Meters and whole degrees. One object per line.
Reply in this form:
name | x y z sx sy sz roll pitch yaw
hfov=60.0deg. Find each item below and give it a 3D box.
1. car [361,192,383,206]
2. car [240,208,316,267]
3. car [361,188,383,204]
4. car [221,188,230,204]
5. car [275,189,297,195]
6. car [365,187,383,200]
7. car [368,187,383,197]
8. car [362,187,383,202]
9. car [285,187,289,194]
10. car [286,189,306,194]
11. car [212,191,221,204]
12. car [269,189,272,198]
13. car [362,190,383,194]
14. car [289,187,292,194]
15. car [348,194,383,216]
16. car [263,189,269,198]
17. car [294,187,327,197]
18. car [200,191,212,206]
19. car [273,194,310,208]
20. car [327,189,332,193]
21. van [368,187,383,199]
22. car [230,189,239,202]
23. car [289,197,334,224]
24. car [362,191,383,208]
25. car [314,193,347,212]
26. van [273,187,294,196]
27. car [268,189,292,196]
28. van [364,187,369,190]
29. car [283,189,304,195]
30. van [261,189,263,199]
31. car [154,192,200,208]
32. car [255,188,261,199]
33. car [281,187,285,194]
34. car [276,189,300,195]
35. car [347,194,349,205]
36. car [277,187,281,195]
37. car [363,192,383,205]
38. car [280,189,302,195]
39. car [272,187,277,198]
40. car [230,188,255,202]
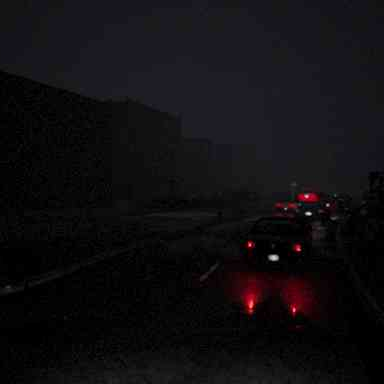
car | 22.863 0.841 39.362 5.008 1.535 2.097 1 1 30
car | 2.999 1.462 11.084 1.895 1.301 4.718 1 1 21
car | 25.573 0.480 44.063 5.566 2.045 2.435 1 1 30
car | 2.112 0.639 43.562 4.553 1.767 2.185 1 1 30
car | 22.465 0.046 79.564 4.674 1.452 2.002 1 1 30
car | 32.428 0.208 56.148 5.566 2.045 2.435 1 1 30
car | 40.607 -0.083 70.679 5.566 2.045 2.435 1 1 30
car | 28.327 0.366 49.035 5.566 2.045 2.435 1 1 30
car | 17.035 0.191 69.967 4.892 1.521 2.231 1 1 30
car | 27.894 -0.120 89.162 4.674 1.452 2.002 1 1 30
car | 0.728 0.852 41.180 4.674 1.452 2.002 1 1 30
car | 11.569 0.265 60.388 4.553 1.767 2.185 1 1 30
car | 17.345 0.927 29.560 4.553 1.767 2.185 1 1 30
car | 18.394 0.144 72.366 4.892 1.521 2.231 1 1 30
car | 14.610 1.161 24.865 4.792 1.488 2.163 1 1 30
car | 10.233 0.444 57.979 5.008 1.535 2.097 1 1 30
car | 14.223 0.588 39.684 2.150 2.045 5.566 1 1 30
car | -0.637 0.860 38.785 5.008 1.535 2.097 1 1 30
car | 9.289 1.140 30.943 1.895 1.301 4.718 1 1 30
car | 18.984 0.675 48.137 1.837 1.490 4.892 1 1 30
van | 33.674 0.180 58.638 4.442 1.987 1.878 1 1 30
car | 3.440 0.715 45.986 4.892 1.521 2.231 1 1 30
car | 7.989 1.255 21.997 1.994 1.385 4.181 1 1 27
car | 21.462 0.775 36.816 4.553 1.767 2.185 1 1 30
car | 13.259 1.093 31.835 1.994 1.385 4.181 1 1 29
van | 21.268 -0.176 77.211 4.442 1.987 1.878 1 1 30
car | 19.752 0.097 74.764 4.892 1.521 2.231 1 1 30
van | 18.651 0.778 32.160 4.442 1.987 1.878 1 1 30
car | 26.513 -0.091 86.777 4.792 1.488 2.163 1 1 30
van | 8.981 0.273 55.515 4.442 1.987 1.878 1 1 30
car | -1.966 0.778 36.361 4.553 1.767 2.185 1 1 30
car | 7.682 0.550 53.087 5.366 1.575 1.946 1 1 30
car | 15.677 0.240 67.568 4.892 1.521 2.231 1 1 30
car | 23.661 -0.041 82.056 5.366 1.575 1.946 1 1 30
car | 19.103 0.868 42.186 1.994 1.385 4.181 1 2 30
car | 14.340 0.163 65.155 4.553 1.767 2.185 1 1 30
car | 24.183 0.788 41.665 4.892 1.521 2.231 1 1 30
car | 25.185 -0.078 84.359 4.892 1.521 2.231 1 1 30
car | 12.927 0.213 62.786 4.553 1.767 2.185 1 1 30
car | 6.137 0.354 50.788 5.566 2.045 2.435 1 1 30
